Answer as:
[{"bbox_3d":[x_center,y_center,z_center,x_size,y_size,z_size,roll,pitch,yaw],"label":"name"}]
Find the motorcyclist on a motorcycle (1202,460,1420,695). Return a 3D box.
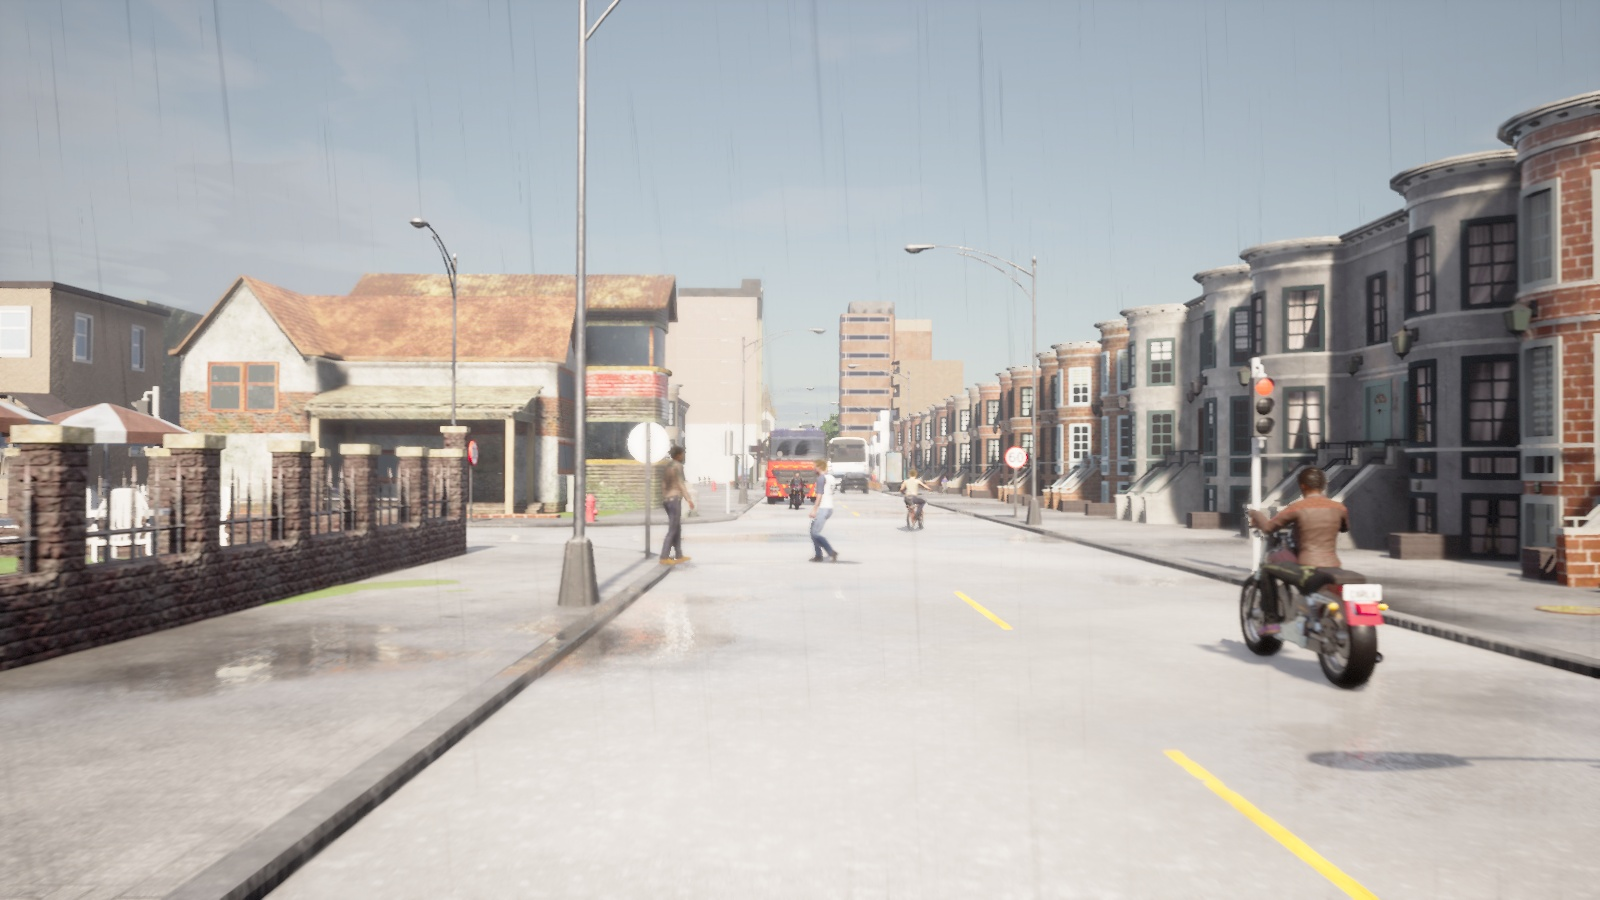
[{"bbox_3d":[3.975,0.917,10.021,0.766,1.649,2.350,0,-1,0],"label":"motorcyclist on a motorcycle"}]

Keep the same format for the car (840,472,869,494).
[{"bbox_3d":[3.845,2.291,88.846,1.837,1.490,4.892,0,-1,0],"label":"car"}]

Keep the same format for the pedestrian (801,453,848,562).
[{"bbox_3d":[0.411,0.967,21.324,0.706,1.836,0.354,-1,-1,23],"label":"pedestrian"}]

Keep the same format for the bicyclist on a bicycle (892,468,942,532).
[{"bbox_3d":[3.077,1.290,32.928,0.866,1.612,1.509,-4,-2,20],"label":"bicyclist on a bicycle"}]

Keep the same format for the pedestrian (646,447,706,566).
[{"bbox_3d":[-1.918,0.857,19.415,0.869,1.805,0.328,0,-1,-28],"label":"pedestrian"}]

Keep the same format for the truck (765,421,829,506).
[{"bbox_3d":[-0.122,0.677,61.340,2.891,3.827,8.468,0,-1,0],"label":"truck"}]

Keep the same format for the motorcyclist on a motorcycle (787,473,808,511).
[{"bbox_3d":[-0.101,1.711,51.409,0.866,1.530,2.191,0,-1,0],"label":"motorcyclist on a motorcycle"}]
